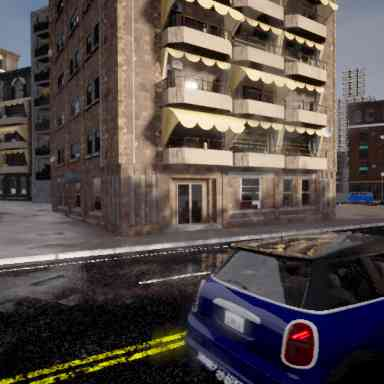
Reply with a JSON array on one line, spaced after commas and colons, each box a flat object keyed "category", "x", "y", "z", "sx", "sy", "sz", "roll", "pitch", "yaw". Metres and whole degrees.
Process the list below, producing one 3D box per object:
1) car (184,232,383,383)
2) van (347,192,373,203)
[{"category": "car", "x": 2.228, "y": 1.351, "z": 4.563, "sx": 4.553, "sy": 1.767, "sz": 2.097, "roll": 0, "pitch": 0, "yaw": -32}, {"category": "van", "x": 28.395, "y": 0.888, "z": 56.063, "sx": 3.998, "sy": 1.788, "sz": 1.690, "roll": 1, "pitch": 0, "yaw": 25}]
